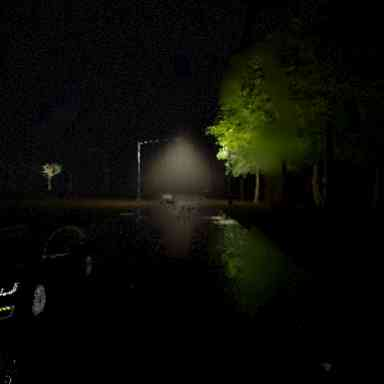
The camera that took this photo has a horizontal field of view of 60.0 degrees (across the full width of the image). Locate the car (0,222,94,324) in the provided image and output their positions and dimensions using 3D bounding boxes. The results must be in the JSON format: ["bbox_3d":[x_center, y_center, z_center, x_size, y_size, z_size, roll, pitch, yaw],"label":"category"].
[{"bbox_3d":[-3.599,1.499,7.346,1.837,1.490,4.892,0,0,0],"label":"car"}]

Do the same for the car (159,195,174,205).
[{"bbox_3d":[-3.567,1.109,47.946,2.033,1.411,5.357,0,1,0],"label":"car"}]
